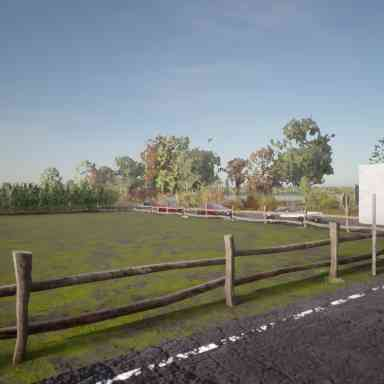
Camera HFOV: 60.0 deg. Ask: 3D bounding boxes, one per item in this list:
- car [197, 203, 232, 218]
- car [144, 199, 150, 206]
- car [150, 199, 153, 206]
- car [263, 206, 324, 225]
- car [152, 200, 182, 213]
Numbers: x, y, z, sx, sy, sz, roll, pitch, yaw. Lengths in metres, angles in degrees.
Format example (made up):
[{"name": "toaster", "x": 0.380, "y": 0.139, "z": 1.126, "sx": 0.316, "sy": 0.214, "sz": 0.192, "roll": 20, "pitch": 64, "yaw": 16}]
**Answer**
[{"name": "car", "x": 2.299, "y": 1.898, "z": 35.097, "sx": 1.812, "sy": 1.442, "sz": 4.674, "roll": -1, "pitch": 0, "yaw": -34}, {"name": "car", "x": -8.605, "y": 2.254, "z": 67.435, "sx": 2.128, "sy": 1.511, "sz": 4.902, "roll": 0, "pitch": 0, "yaw": -19}, {"name": "car", "x": -5.498, "y": 2.166, "z": 56.912, "sx": 1.812, "sy": 1.442, "sz": 4.674, "roll": -1, "pitch": 0, "yaw": -17}, {"name": "car", "x": 8.063, "y": 1.833, "z": 26.783, "sx": 1.895, "sy": 1.301, "sz": 4.718, "roll": -1, "pitch": 0, "yaw": -35}, {"name": "car", "x": -3.058, "y": 1.983, "z": 43.668, "sx": 1.882, "sy": 1.535, "sz": 5.008, "roll": -1, "pitch": 0, "yaw": -29}]
